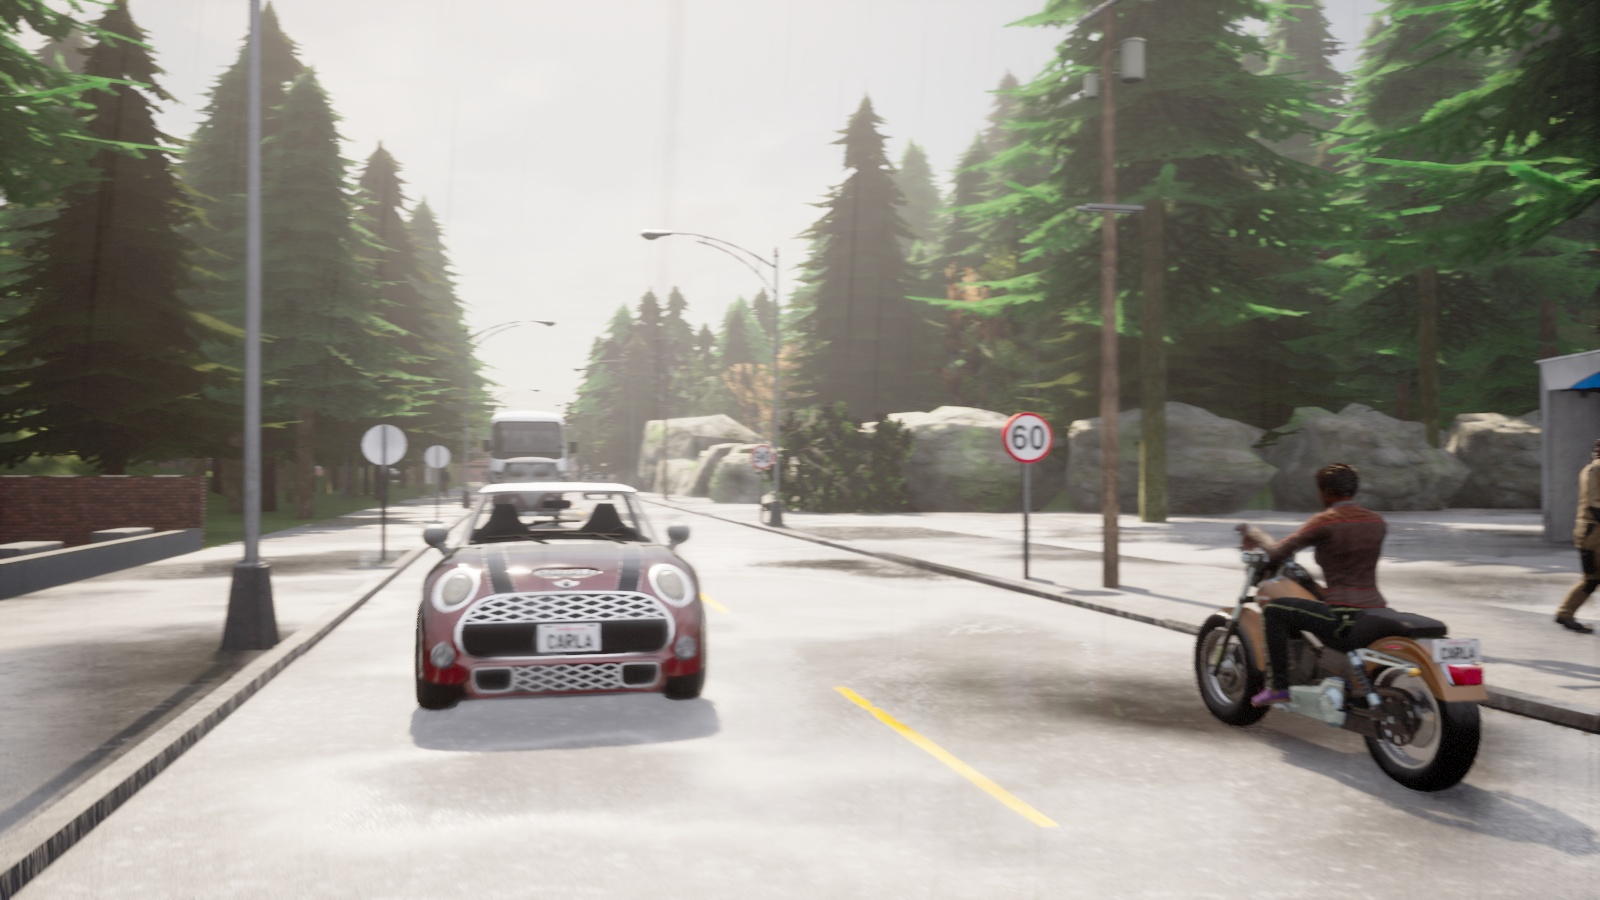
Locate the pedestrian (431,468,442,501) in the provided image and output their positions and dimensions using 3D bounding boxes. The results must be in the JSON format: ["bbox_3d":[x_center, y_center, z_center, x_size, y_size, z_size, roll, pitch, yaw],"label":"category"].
[{"bbox_3d":[-20.255,1.907,69.983,0.402,1.842,0.726,-1,-1,2],"label":"pedestrian"}]

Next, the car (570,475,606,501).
[{"bbox_3d":[-12.351,2.194,73.116,1.845,1.501,3.633,0,-1,-13],"label":"car"}]

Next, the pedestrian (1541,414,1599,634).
[{"bbox_3d":[7.142,0.654,11.290,0.396,1.930,0.692,0,-1,-26],"label":"pedestrian"}]

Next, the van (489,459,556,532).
[{"bbox_3d":[-8.108,1.264,36.621,1.775,1.987,4.442,0,-1,-13],"label":"van"}]

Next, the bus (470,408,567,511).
[{"bbox_3d":[-12.859,0.538,57.347,3.944,4.253,10.273,0,-2,-13],"label":"bus"}]

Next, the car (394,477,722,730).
[{"bbox_3d":[-1.886,0.961,9.560,1.970,1.475,3.806,0,-1,-13],"label":"car"}]

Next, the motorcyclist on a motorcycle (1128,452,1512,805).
[{"bbox_3d":[2.787,0.862,7.123,0.766,1.649,2.350,0,-1,-13],"label":"motorcyclist on a motorcycle"}]
